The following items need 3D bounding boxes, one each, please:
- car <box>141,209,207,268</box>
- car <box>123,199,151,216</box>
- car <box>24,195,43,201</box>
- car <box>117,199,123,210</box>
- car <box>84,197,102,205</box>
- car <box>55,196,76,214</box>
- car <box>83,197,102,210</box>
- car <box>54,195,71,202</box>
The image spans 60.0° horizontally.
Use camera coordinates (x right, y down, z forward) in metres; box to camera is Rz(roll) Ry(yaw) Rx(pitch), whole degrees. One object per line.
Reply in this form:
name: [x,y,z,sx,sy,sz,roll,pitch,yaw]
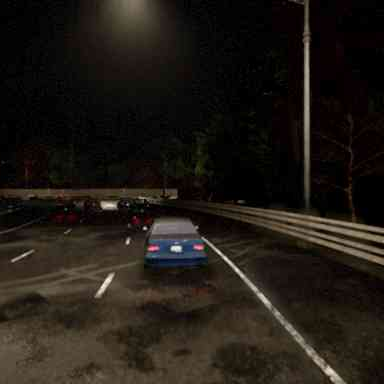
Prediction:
car: [-0.682,1.544,11.306,2.033,1.411,5.357,0,0,-6]
car: [-5.255,1.492,32.859,2.128,1.511,4.902,0,0,-17]
car: [-40.542,1.617,86.136,4.902,1.511,2.128,0,0,39]
car: [-8.565,1.570,43.311,1.994,1.385,4.181,0,0,-19]
car: [-17.914,1.629,60.119,1.895,1.301,4.718,0,0,-32]
car: [-13.860,1.519,36.627,2.128,1.511,4.902,0,0,-20]
car: [-13.443,1.586,44.632,1.994,1.385,4.181,0,0,-24]
car: [-29.431,1.538,75.405,1.882,1.535,5.008,0,0,-44]
